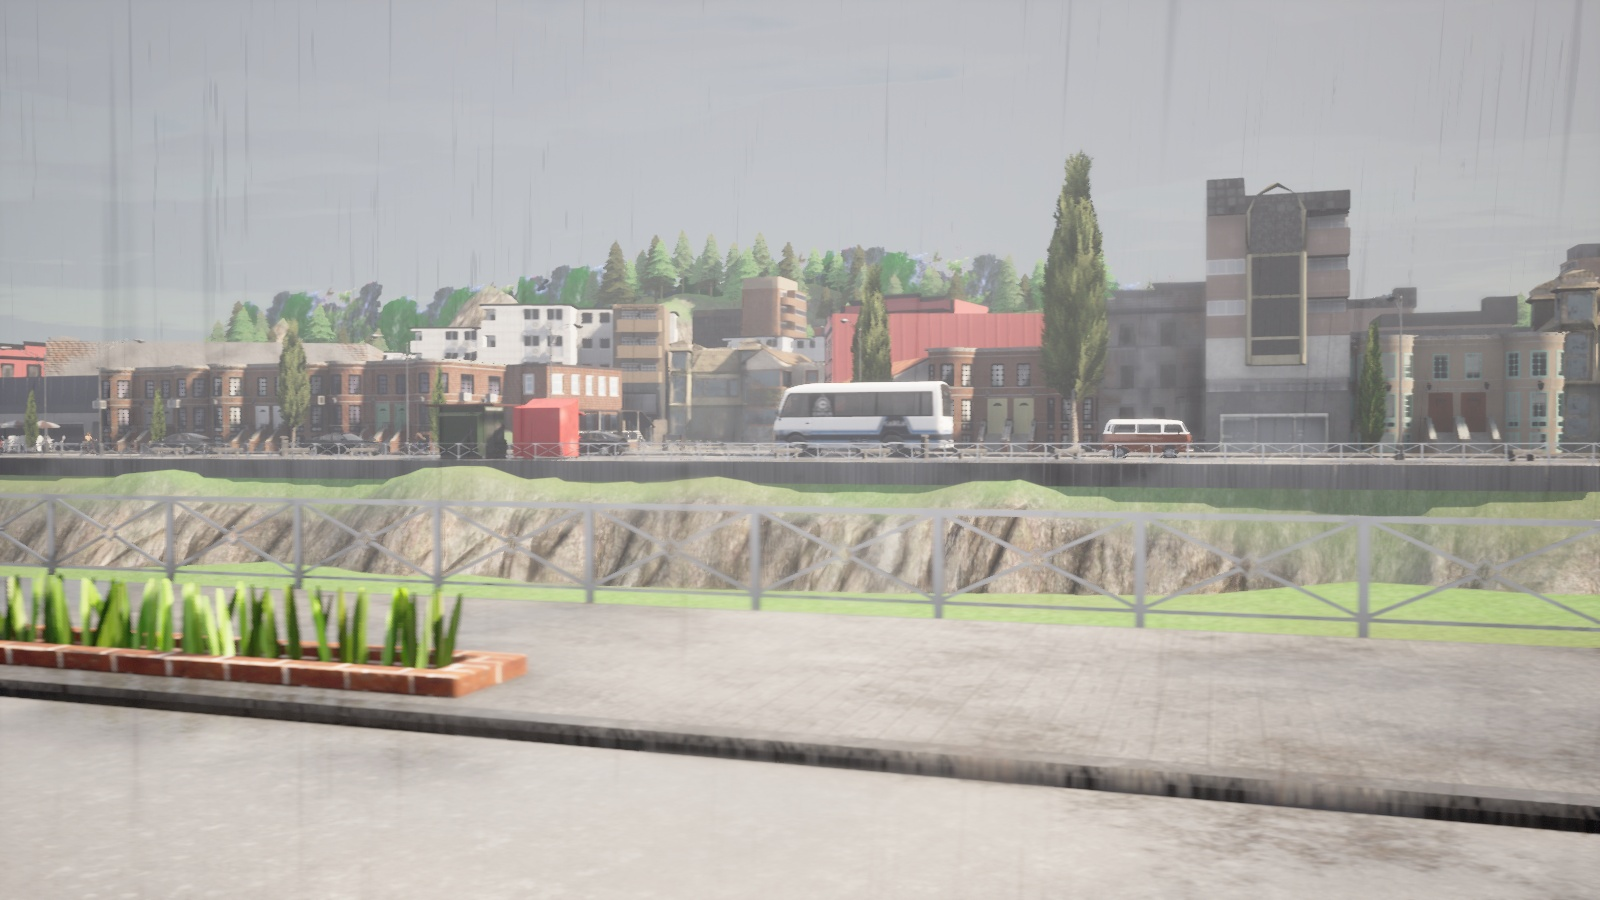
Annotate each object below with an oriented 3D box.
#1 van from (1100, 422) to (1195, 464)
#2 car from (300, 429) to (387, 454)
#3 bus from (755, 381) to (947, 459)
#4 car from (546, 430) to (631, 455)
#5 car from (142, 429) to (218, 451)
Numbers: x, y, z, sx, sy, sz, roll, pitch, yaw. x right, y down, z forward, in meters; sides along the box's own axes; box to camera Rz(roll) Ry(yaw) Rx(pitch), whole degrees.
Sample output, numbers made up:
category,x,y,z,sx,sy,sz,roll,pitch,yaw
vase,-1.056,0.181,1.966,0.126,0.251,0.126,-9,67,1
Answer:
category,x,y,z,sx,sy,sz,roll,pitch,yaw
van,17.418,-0.393,62.966,4.480,2.038,2.069,1,1,19
car,-28.479,-0.558,78.396,5.008,1.535,1.882,1,1,19
bus,2.949,-1.693,72.042,10.273,4.253,3.944,1,1,19
car,-13.054,-0.458,77.431,4.892,1.490,1.837,1,1,19
car,-43.232,-0.734,87.574,4.892,1.490,1.837,1,1,19
